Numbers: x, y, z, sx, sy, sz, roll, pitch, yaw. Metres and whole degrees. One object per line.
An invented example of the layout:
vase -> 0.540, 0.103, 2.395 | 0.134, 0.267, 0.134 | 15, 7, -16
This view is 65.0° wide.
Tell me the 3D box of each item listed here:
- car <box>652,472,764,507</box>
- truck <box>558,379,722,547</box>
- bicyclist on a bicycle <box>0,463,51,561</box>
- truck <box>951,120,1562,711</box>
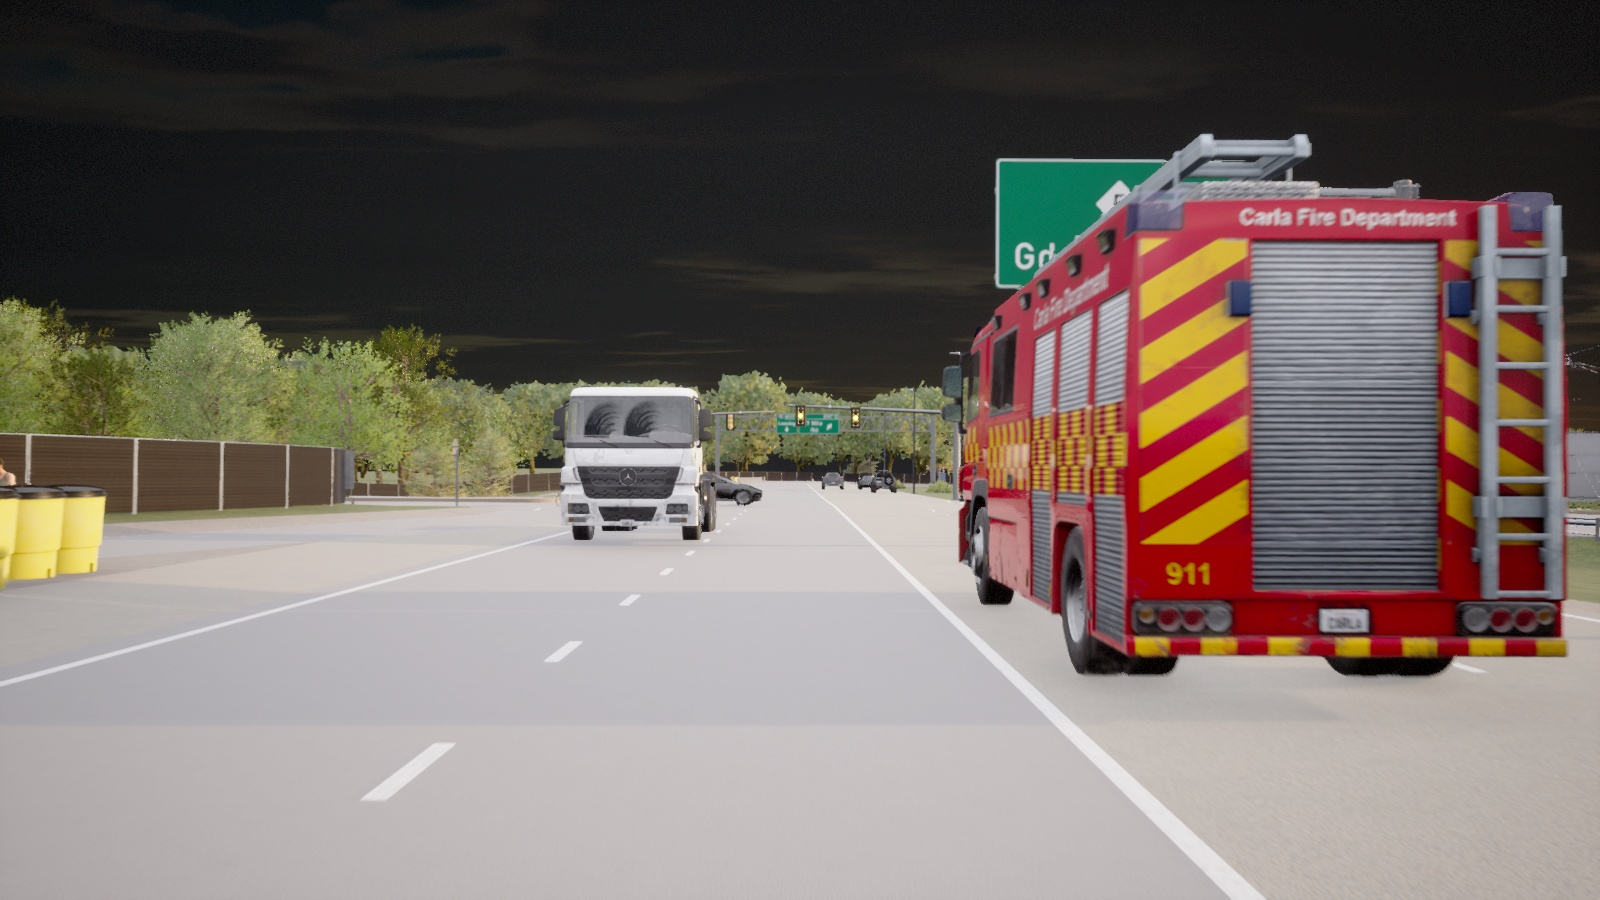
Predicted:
car -> -4.036, 1.747, 55.696 | 4.792, 1.488, 2.163 | 0, -1, 0
truck -> -3.567, 0.334, 29.947 | 2.891, 3.462, 7.936 | 0, -1, 0
bicyclist on a bicycle -> -13.491, 1.025, 20.924 | 0.866, 1.612, 1.509 | 0, -1, 19
truck -> 3.467, -0.162, 12.381 | 2.891, 3.827, 8.468 | 0, -1, 0
